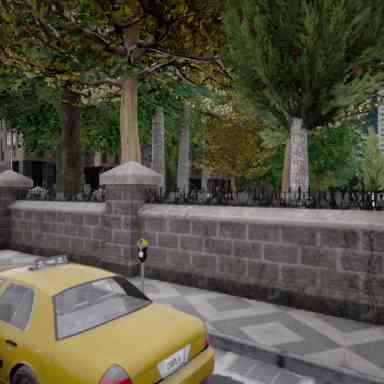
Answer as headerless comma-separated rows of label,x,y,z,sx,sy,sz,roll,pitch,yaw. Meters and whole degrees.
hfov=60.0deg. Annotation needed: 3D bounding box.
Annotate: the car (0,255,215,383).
car,-2.042,1.525,4.413,4.829,1.417,1.752,0,0,35
